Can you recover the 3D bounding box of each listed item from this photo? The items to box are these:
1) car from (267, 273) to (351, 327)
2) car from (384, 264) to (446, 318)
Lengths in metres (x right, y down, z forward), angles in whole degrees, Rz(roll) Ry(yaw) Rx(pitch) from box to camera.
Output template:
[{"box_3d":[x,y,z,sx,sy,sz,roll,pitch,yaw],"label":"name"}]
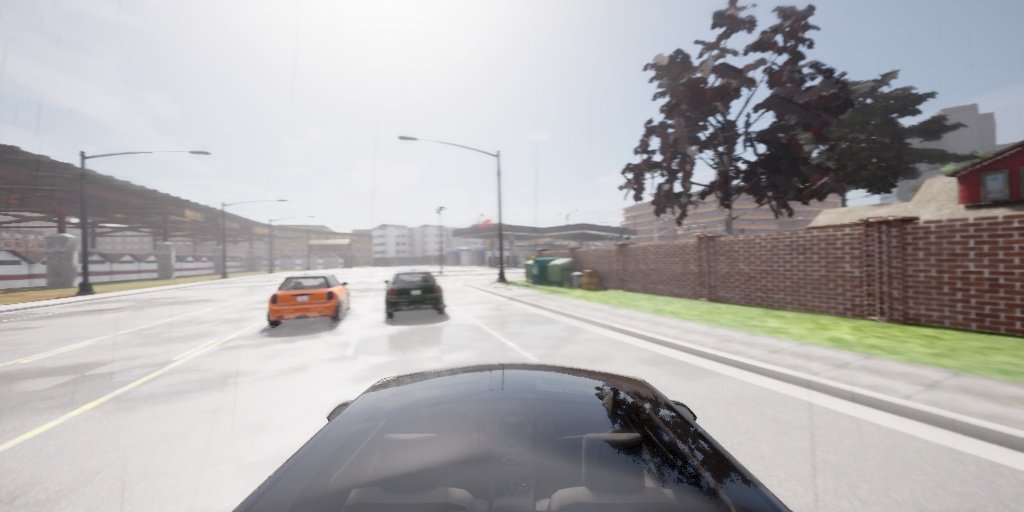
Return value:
[{"box_3d":[-7.350,1.415,13.419,2.097,1.767,4.553,-1,0,-19],"label":"car"},{"box_3d":[-4.053,1.329,14.587,2.097,1.767,4.553,-2,0,-19],"label":"car"}]
